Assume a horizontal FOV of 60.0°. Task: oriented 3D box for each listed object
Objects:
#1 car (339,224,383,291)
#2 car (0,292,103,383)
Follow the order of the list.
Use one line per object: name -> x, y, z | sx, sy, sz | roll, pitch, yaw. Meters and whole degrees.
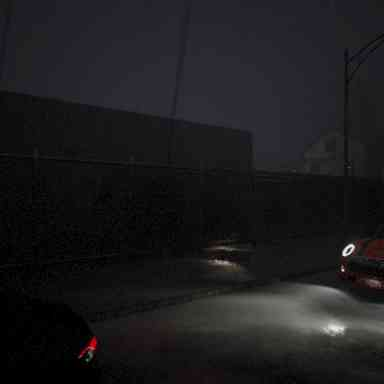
car -> 5.855, 1.455, 8.666 | 4.553, 1.767, 2.097 | 1, 0, -36
car -> -2.866, 1.553, 2.554 | 4.181, 1.385, 1.994 | 1, 0, -36
